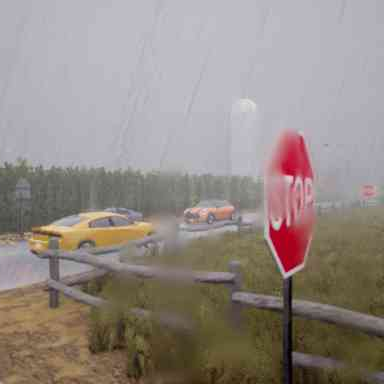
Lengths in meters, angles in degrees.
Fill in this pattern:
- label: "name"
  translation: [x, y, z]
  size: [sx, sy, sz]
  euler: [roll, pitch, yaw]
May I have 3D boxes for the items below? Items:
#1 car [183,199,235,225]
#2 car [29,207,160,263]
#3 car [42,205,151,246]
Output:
- label: "car"
  translation: [1.322, 1.344, 24.392]
  size: [2.097, 1.767, 4.553]
  euler: [0, 0, 37]
- label: "car"
  translation: [-3.221, 1.477, 12.098]
  size: [1.882, 1.535, 5.008]
  euler: [1, 0, 36]
- label: "car"
  translation: [-4.467, 1.491, 16.356]
  size: [2.128, 1.511, 4.902]
  euler: [0, 0, 36]
